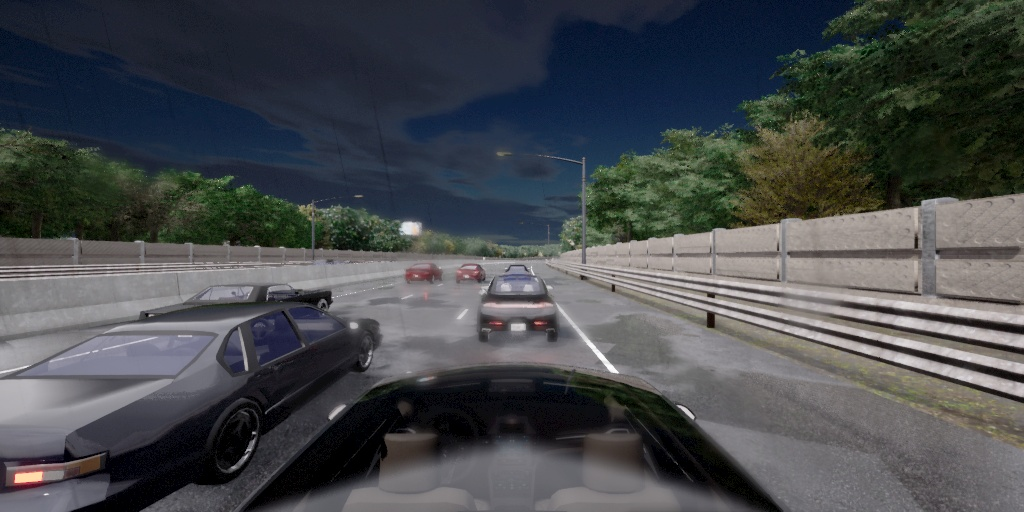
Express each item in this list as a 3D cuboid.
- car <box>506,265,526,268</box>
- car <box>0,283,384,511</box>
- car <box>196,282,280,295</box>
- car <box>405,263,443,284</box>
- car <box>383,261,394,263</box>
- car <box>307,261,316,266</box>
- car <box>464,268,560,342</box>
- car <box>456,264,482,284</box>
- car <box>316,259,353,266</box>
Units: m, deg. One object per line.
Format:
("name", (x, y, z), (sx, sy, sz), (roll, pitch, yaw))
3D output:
("car", (0.405, 1.334, 26.762), (1.994, 1.385, 4.181), (0, 0, 1))
("car", (-3.375, 1.297, 4.545), (2.033, 1.411, 5.357), (0, 0, -1))
("car", (-6.856, 1.352, 9.763), (1.895, 1.301, 4.718), (0, 0, 0))
("car", (-6.584, 1.245, 27.383), (1.882, 1.535, 5.008), (0, 0, 1))
("car", (-16.626, 1.371, 48.047), (2.033, 1.411, 5.357), (0, 0, 3))
("car", (-23.749, 1.156, 45.067), (2.097, 1.767, 4.553), (0, 0, 2))
("car", (0.147, 1.244, 9.749), (2.128, 1.511, 4.902), (0, 0, 0))
("car", (-3.092, 1.295, 27.375), (1.812, 1.442, 4.674), (0, 0, 1))
("car", (-20.354, 1.288, 42.247), (2.128, 1.511, 4.902), (0, 0, 2))
